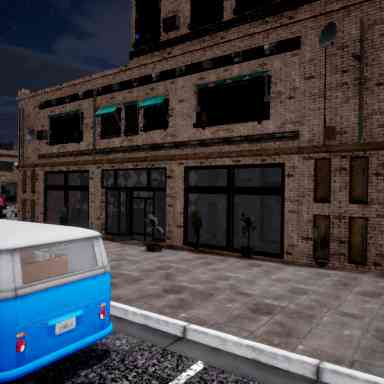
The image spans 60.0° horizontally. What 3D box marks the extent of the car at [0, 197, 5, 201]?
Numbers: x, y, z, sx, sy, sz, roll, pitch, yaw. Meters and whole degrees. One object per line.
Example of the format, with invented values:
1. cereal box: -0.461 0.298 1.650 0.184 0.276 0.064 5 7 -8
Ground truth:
1. car: -22.873 1.411 36.230 2.192 1.841 5.009 0 0 36

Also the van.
1. van: -2.995 1.340 4.998 3.998 1.788 1.690 0 1 36

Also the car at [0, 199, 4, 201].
1. car: -21.783 1.684 33.348 1.994 1.385 4.181 1 0 36

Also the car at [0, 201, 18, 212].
1. car: -16.121 1.793 31.270 1.947 1.339 4.313 0 0 36
